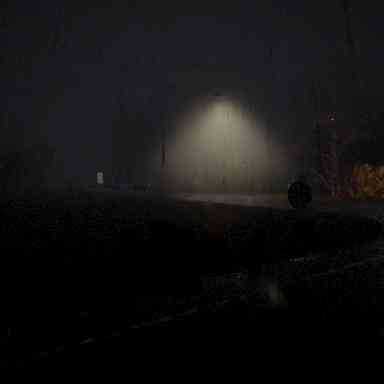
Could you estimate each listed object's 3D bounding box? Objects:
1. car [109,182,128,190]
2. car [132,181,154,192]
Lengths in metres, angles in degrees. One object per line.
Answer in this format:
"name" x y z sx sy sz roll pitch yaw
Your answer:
"car" -13.872 -1.134 62.520 2.033 1.411 5.357 -2 3 -36
"car" -8.026 -1.007 54.358 2.097 1.767 4.553 -2 3 -36
